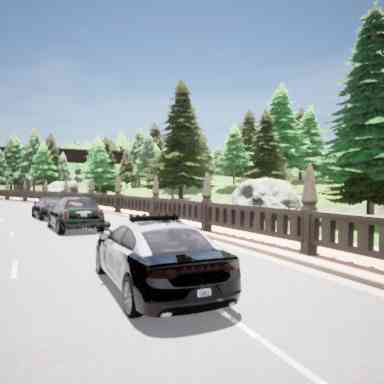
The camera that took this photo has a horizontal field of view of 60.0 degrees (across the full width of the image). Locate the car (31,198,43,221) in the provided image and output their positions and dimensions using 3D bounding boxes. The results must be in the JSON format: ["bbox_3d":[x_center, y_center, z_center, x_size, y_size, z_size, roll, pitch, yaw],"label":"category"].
[{"bbox_3d":[-9.597,1.083,22.571,1.812,1.442,4.674,0,1,-34],"label":"car"}]

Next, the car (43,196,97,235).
[{"bbox_3d":[-6.026,1.031,17.006,2.097,1.767,4.553,0,1,-31],"label":"car"}]

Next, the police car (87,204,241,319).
[{"bbox_3d":[-0.913,1.303,7.466,1.930,1.638,5.238,0,1,-25],"label":"police car"}]
